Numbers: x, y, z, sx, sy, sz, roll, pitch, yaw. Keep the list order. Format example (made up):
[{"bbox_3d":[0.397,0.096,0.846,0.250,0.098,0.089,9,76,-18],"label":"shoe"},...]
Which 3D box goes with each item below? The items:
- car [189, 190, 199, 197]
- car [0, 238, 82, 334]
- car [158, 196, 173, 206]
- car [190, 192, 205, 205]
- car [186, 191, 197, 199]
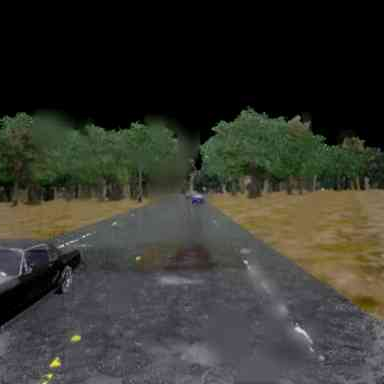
[{"bbox_3d":[0.584,0.388,87.946,2.097,1.767,4.553,0,1,5],"label":"car"},{"bbox_3d":[-3.622,1.586,5.910,1.895,1.301,4.718,0,0,0],"label":"car"},{"bbox_3d":[-3.815,1.286,48.279,1.895,1.301,4.718,0,1,0],"label":"car"},{"bbox_3d":[0.968,1.122,51.768,1.882,1.535,5.008,0,1,0],"label":"car"},{"bbox_3d":[-0.280,0.890,70.640,1.895,1.301,4.718,0,1,2],"label":"car"}]
